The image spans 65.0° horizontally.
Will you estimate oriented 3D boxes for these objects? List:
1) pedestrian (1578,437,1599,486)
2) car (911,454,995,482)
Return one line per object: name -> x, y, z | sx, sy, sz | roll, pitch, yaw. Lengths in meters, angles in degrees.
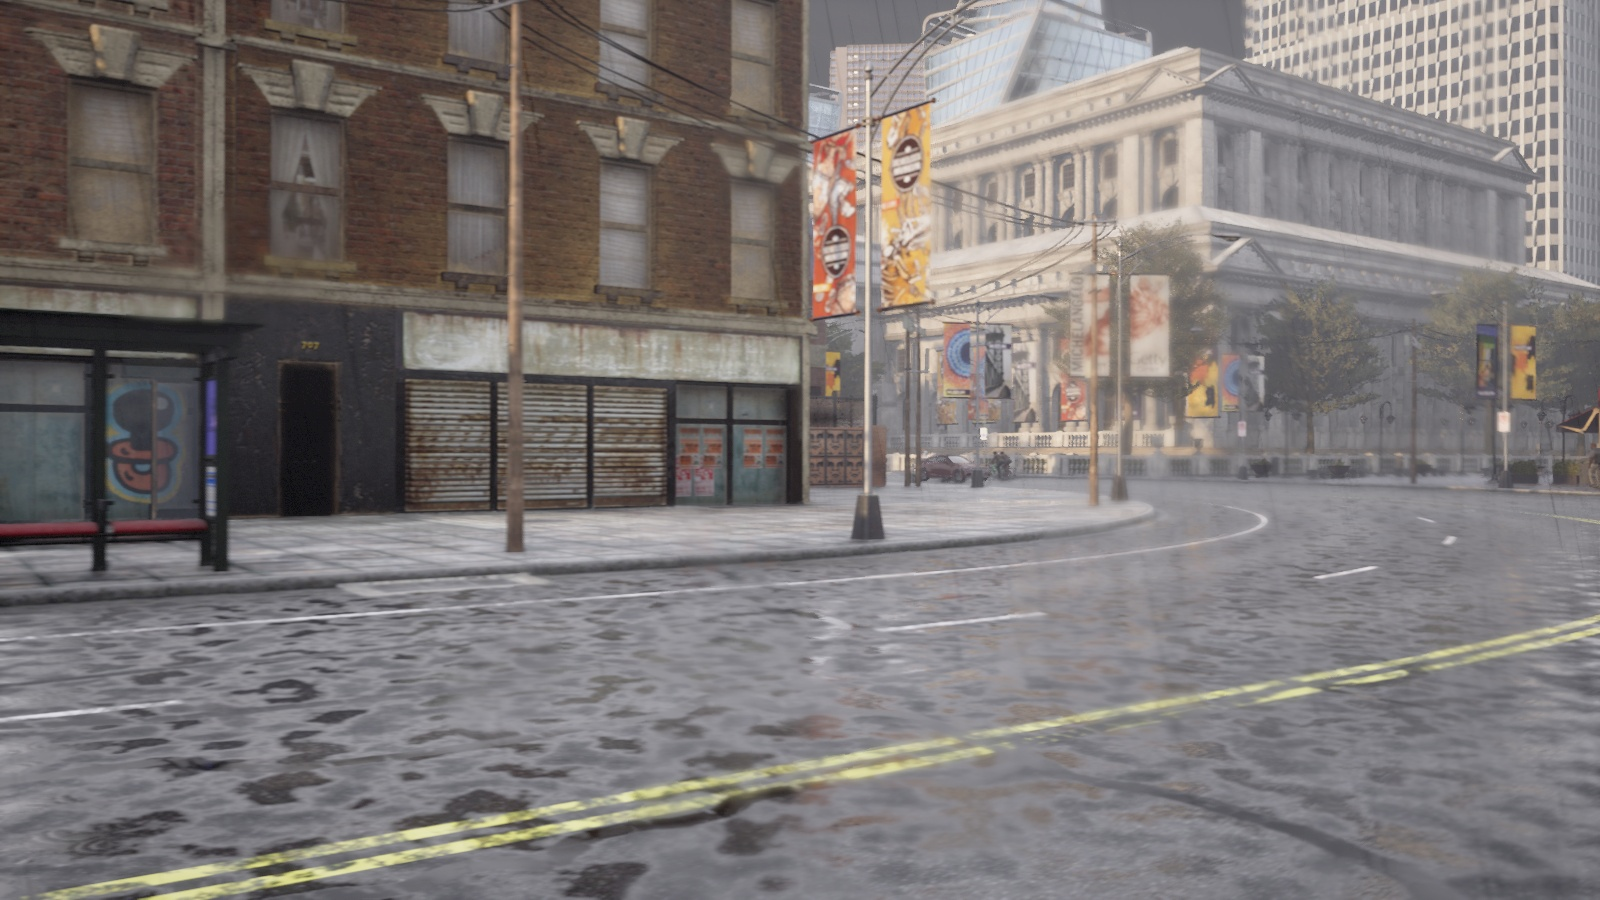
pedestrian -> 31.054, 0.456, 49.143 | 0.563, 1.883, 0.849 | 0, 0, -19
car -> 8.119, 0.919, 67.005 | 1.812, 1.442, 4.674 | 0, 0, -35
